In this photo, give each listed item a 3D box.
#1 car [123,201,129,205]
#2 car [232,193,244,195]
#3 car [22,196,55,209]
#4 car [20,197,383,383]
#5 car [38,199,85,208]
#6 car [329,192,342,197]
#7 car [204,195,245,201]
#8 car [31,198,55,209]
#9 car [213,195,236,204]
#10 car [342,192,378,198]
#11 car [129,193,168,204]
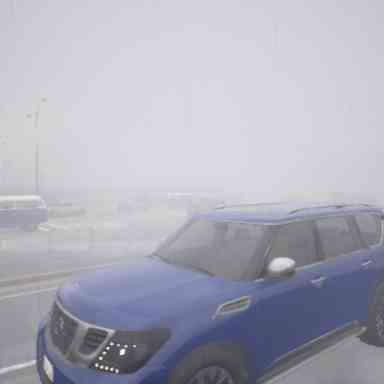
[{"bbox_3d":[-8.011,1.551,51.376,3.905,1.438,1.784,-1,0,-36],"label":"car"},{"bbox_3d":[7.777,1.105,59.349,3.866,1.878,1.905,-1,0,-36],"label":"car"},{"bbox_3d":[-15.246,1.436,35.633,4.605,1.855,1.932,-1,0,-36],"label":"car"},{"bbox_3d":[0.909,1.217,4.677,5.566,2.045,2.150,-1,0,-36],"label":"car"},{"bbox_3d":[-11.912,1.621,31.157,3.806,1.475,1.970,-1,0,-36],"label":"car"},{"bbox_3d":[19.379,0.906,43.524,3.866,1.878,1.905,-1,0,-36],"label":"car"},{"bbox_3d":[3.683,1.382,35.406,3.806,1.475,1.970,-1,0,-36],"label":"car"},{"bbox_3d":[-13.620,1.619,33.496,3.905,1.438,1.784,-1,0,-36],"label":"car"},{"bbox_3d":[6.082,1.374,61.693,3.806,1.475,1.970,-1,0,-36],"label":"car"},{"bbox_3d":[21.042,0.874,41.154,4.605,1.855,1.932,-1,0,-36],"label":"car"},{"bbox_3d":[-6.358,1.312,48.999,4.605,1.855,1.932,-1,0,-36],"label":"car"}]
